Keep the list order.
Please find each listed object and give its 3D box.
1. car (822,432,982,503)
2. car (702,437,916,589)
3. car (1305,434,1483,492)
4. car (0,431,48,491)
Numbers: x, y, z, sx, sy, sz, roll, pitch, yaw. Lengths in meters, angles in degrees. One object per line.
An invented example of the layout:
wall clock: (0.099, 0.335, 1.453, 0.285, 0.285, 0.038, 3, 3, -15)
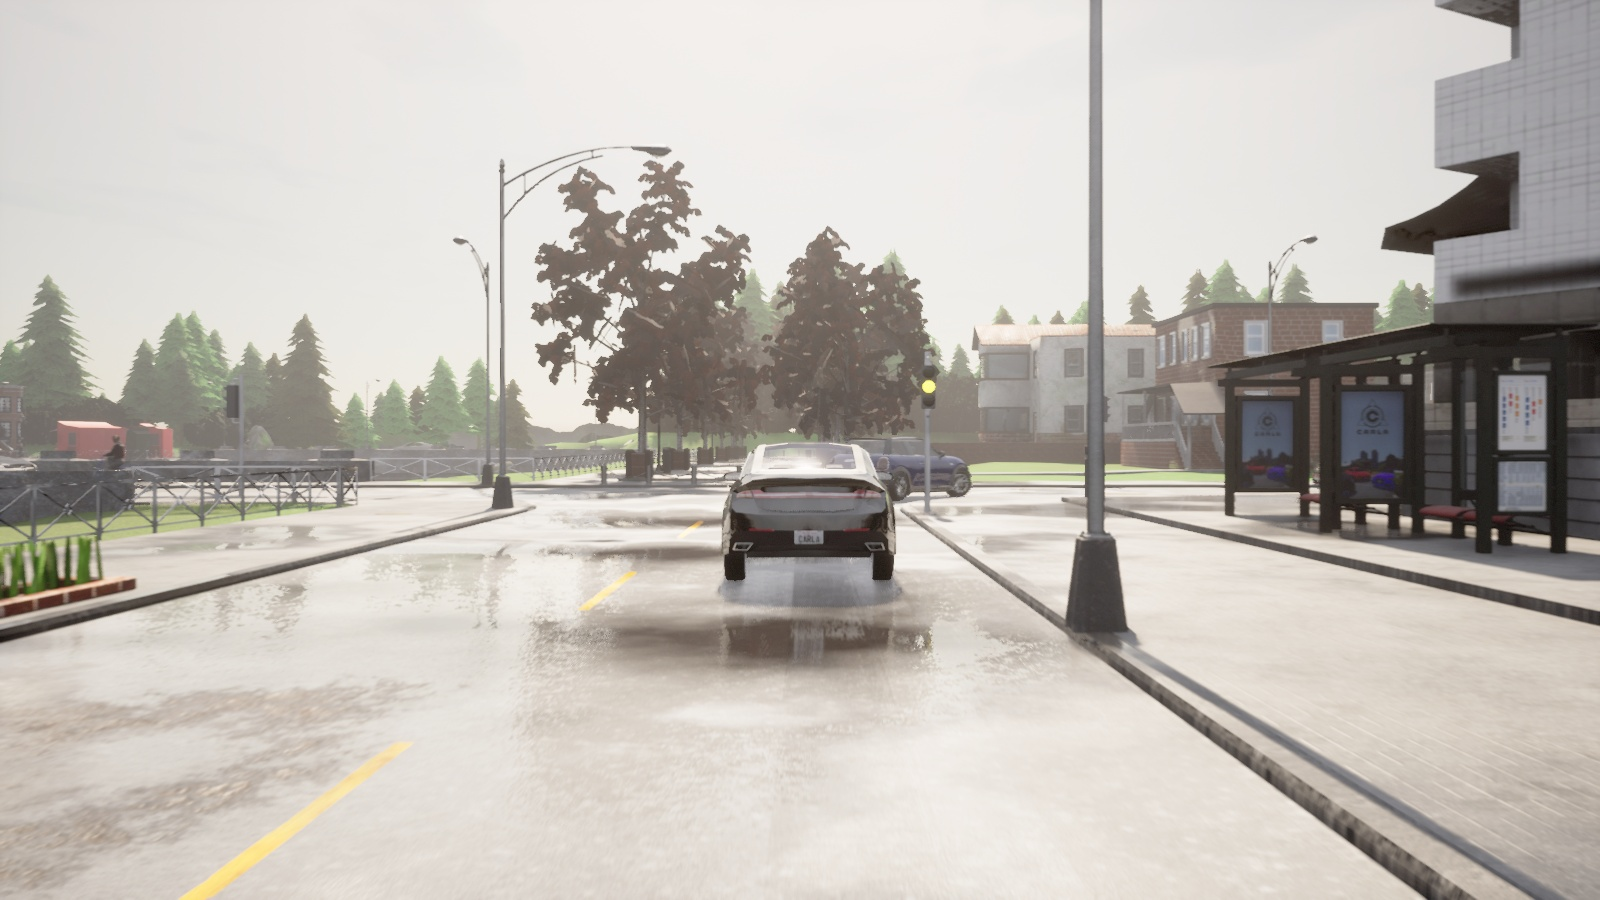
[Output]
car: (2.797, 0.418, 33.576, 2.097, 1.767, 4.553, 0, 1, 38)
car: (0.101, 0.618, 14.912, 2.128, 1.511, 4.902, 0, 0, 0)
car: (18.526, 0.398, 39.330, 4.553, 1.767, 2.097, 0, 0, 1)
car: (-24.438, 0.305, 35.559, 5.027, 1.651, 2.152, 0, 0, 0)
